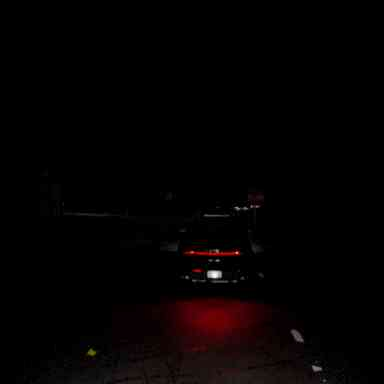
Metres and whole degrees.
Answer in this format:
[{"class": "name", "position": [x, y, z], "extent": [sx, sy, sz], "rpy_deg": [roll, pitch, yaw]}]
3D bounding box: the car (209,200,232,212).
[{"class": "car", "position": [3.661, 1.758, 42.192], "extent": [1.994, 1.385, 4.181], "rpy_deg": [0, -1, 17]}]

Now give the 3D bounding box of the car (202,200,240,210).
[{"class": "car", "position": [1.355, 1.487, 20.259], "extent": [2.128, 1.511, 4.902], "rpy_deg": [0, 0, 0]}]

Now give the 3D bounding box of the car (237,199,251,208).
[{"class": "car", "position": [9.015, 1.977, 58.257], "extent": [2.033, 1.411, 5.357], "rpy_deg": [0, -1, 19]}]

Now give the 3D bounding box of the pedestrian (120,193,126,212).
[{"class": "pedestrian", "position": [-6.943, 1.042, 33.443], "extent": [0.375, 1.860, 0.375], "rpy_deg": [0, -4, 9]}]

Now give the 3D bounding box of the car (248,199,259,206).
[{"class": "car", "position": [13.421, 2.247, 72.549], "extent": [1.895, 1.301, 4.718], "rpy_deg": [0, -1, 16]}]

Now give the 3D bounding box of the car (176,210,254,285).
[{"class": "car", "position": [0.651, 1.491, 9.497], "extent": [1.837, 1.490, 4.892], "rpy_deg": [0, 0, 4]}]

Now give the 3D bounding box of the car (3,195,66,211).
[{"class": "car", "position": [-13.173, 0.987, 27.972], "extent": [4.718, 1.301, 1.895], "rpy_deg": [2, -1, 9]}]
